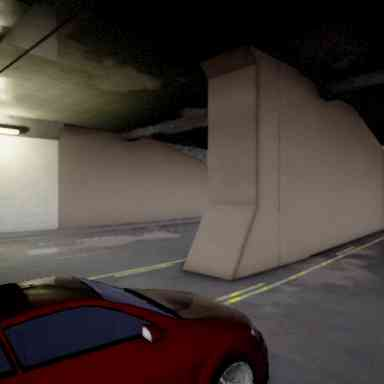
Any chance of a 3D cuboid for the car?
[{"bbox_3d":[-1.182,1.579,3.256,4.181,1.385,1.994,0,0,-37],"label":"car"}]
